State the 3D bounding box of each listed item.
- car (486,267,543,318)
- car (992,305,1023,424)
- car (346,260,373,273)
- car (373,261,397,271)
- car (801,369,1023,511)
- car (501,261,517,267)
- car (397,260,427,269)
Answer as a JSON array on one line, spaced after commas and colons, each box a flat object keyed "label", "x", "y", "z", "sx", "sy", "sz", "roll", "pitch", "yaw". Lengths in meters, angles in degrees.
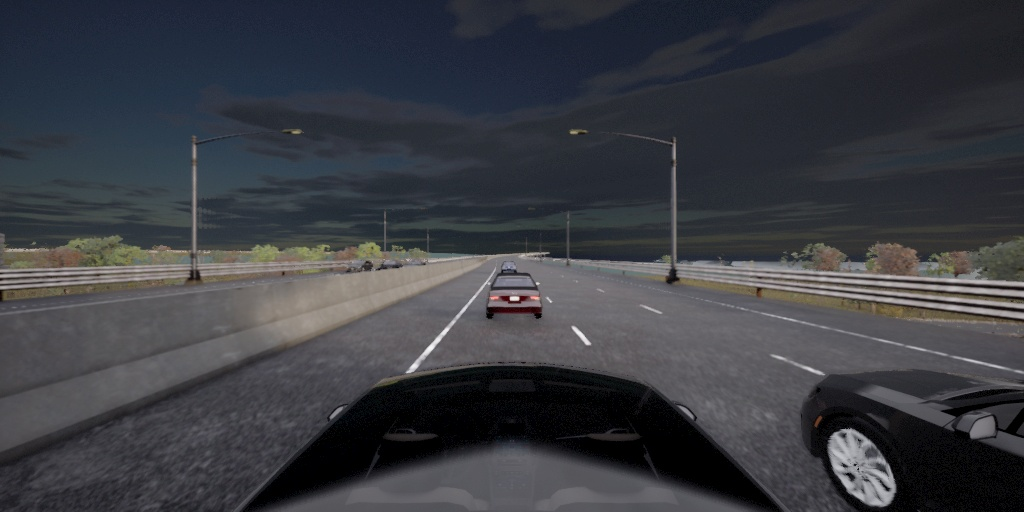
[{"label": "car", "x": 0.056, "y": 1.296, "z": 13.018, "sx": 2.033, "sy": 1.411, "sz": 5.357, "roll": 0, "pitch": 0, "yaw": 0}, {"label": "car", "x": 7.091, "y": 1.312, "z": 2.460, "sx": 1.994, "sy": 1.385, "sz": 4.181, "roll": 0, "pitch": 0, "yaw": 0}, {"label": "car", "x": -18.043, "y": 1.248, "z": 42.854, "sx": 1.837, "sy": 1.490, "sz": 4.892, "roll": 0, "pitch": 0, "yaw": -1}, {"label": "car", "x": -14.552, "y": 1.288, "z": 43.560, "sx": 2.033, "sy": 1.411, "sz": 5.357, "roll": 0, "pitch": 0, "yaw": -1}, {"label": "car", "x": 3.592, "y": 1.254, "z": 1.314, "sx": 1.837, "sy": 1.490, "sz": 4.892, "roll": 0, "pitch": 0, "yaw": 0}, {"label": "car", "x": -0.370, "y": 1.285, "z": 42.039, "sx": 2.033, "sy": 1.411, "sz": 5.357, "roll": 0, "pitch": 0, "yaw": -1}, {"label": "car", "x": -11.012, "y": 1.234, "z": 40.920, "sx": 2.128, "sy": 1.511, "sz": 4.902, "roll": 0, "pitch": 0, "yaw": -1}]
